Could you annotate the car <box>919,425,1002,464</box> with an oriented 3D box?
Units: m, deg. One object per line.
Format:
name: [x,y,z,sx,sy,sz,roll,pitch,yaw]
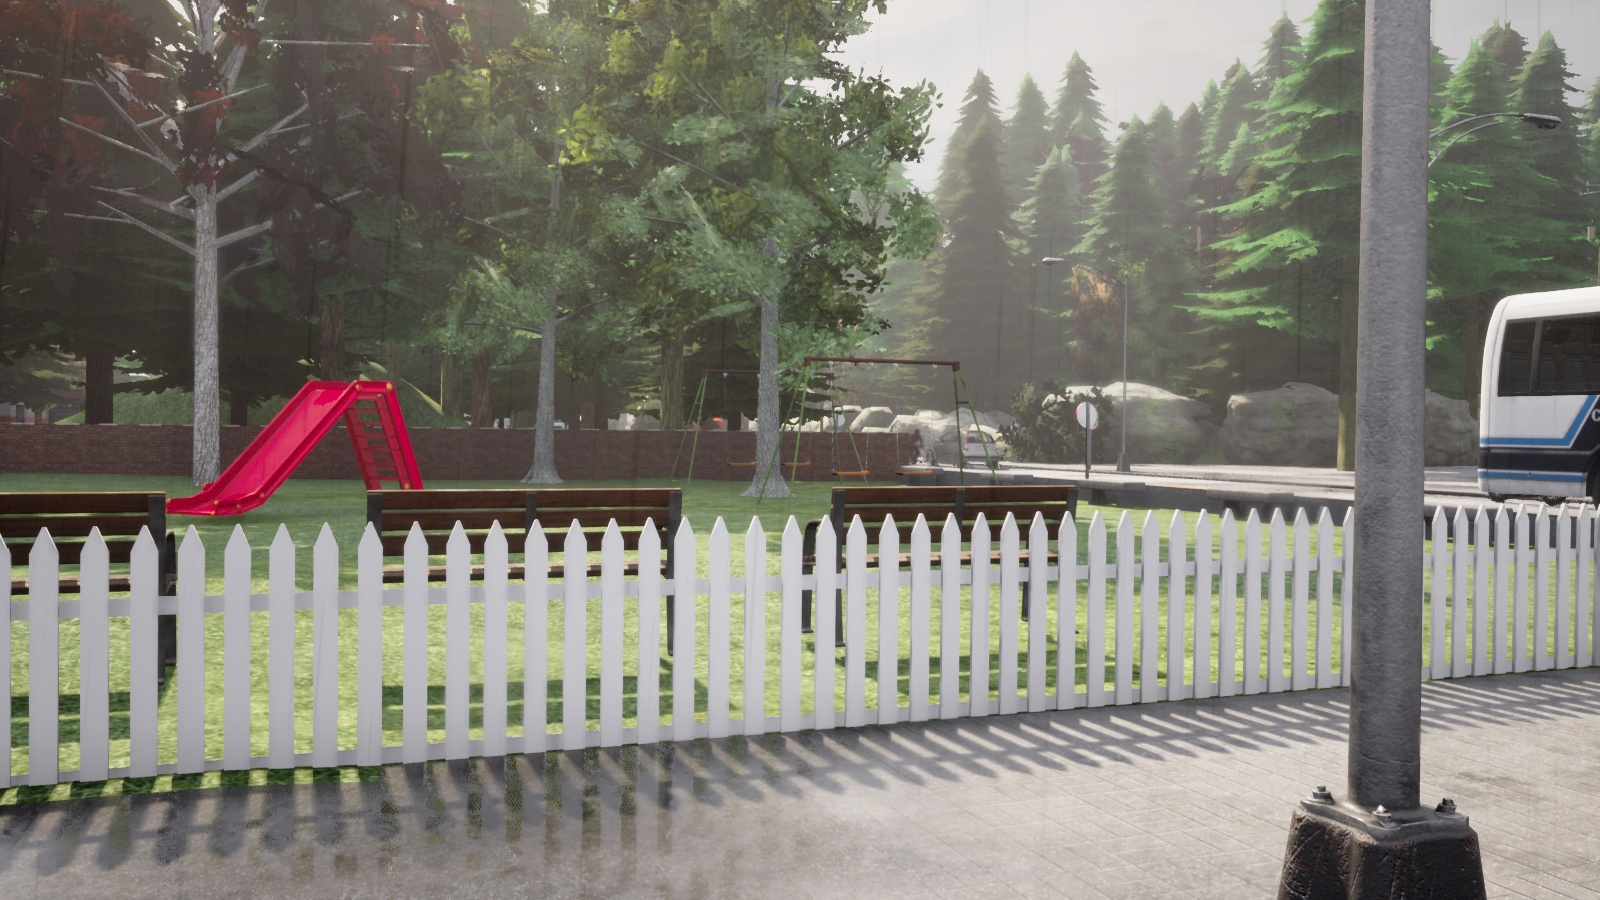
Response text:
car: [6.836,-0.254,53.891,1.851,1.617,3.988,-1,1,-21]

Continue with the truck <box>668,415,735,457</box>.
truck: [-6.054,-0.866,76.473,2.627,2.467,5.204,-1,1,-21]

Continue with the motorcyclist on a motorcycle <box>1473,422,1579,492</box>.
motorcyclist on a motorcycle: [16.502,0.136,28.613,0.797,1.523,2.044,-1,1,-21]

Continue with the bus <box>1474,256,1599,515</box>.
bus: [15.953,-1.057,18.788,3.944,4.253,10.273,-1,1,-21]
